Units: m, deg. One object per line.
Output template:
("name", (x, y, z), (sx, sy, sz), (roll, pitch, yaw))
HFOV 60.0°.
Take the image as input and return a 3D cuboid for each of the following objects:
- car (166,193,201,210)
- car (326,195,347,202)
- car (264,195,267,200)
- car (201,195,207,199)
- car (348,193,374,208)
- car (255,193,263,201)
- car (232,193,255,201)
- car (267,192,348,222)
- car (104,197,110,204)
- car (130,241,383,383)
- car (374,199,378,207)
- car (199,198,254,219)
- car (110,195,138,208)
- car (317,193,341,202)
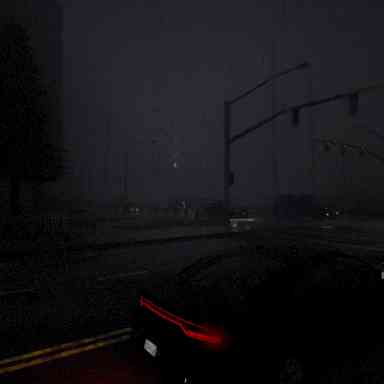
("car", (-1.440, 1.351, 41.917), (2.097, 1.767, 4.553), (0, 0, -36))
("car", (32.395, 1.360, 74.704), (1.784, 1.438, 3.905), (0, 0, -35))
("car", (16.283, 1.393, 63.207), (1.970, 1.475, 3.806), (0, 0, -35))
("car", (1.374, 1.503, 44.332), (1.837, 1.490, 4.892), (0, 0, -36))
("car", (21.815, 1.151, 45.773), (1.932, 1.855, 4.605), (0, 0, -35))
("car", (14.586, 1.361, 80.534), (1.784, 1.438, 3.905), (0, 0, -35))
("car", (12.227, 1.392, 78.856), (1.970, 1.475, 3.806), (0, 0, -35))
("car", (9.224, 1.222, 27.063), (2.150, 2.045, 5.566), (0, 0, -36))
("car", (-14.224, 1.563, 59.905), (1.994, 1.385, 4.181), (0, 0, -35))
("car", (1.587, 1.477, 4.927), (5.008, 1.535, 1.882), (0, 0, -35))
("car", (24.205, 1.154, 47.406), (1.905, 1.878, 3.866), (0, 0, -35))
("car", (2.988, 1.525, 29.764), (1.812, 1.442, 4.674), (0, 0, -36))
("car", (-9.384, 1.351, 47.008), (2.097, 1.767, 4.553), (0, 0, -35))
("car", (29.998, 1.150, 73.077), (1.932, 1.855, 4.605), (0, 0, -35))
